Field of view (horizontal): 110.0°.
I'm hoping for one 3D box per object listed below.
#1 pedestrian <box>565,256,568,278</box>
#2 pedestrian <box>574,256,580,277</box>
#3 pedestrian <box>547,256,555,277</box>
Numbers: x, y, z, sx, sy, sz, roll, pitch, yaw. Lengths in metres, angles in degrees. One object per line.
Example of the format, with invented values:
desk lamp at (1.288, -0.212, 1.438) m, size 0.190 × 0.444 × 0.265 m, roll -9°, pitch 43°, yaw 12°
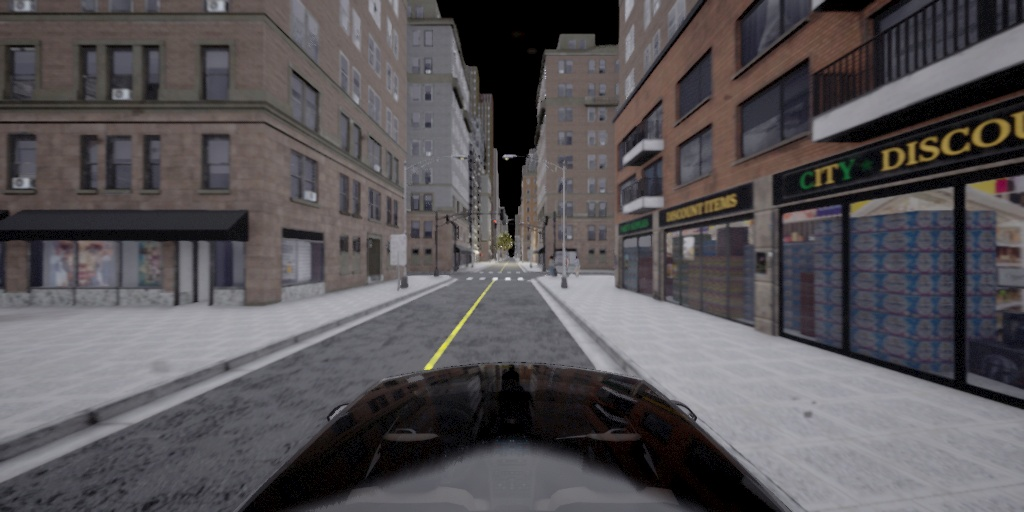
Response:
pedestrian at (4.638, 0.910, 30.523) m, size 0.375 × 1.860 × 0.375 m, roll 0°, pitch 0°, yaw 0°
pedestrian at (5.638, 0.901, 31.123) m, size 0.375 × 1.860 × 0.375 m, roll 0°, pitch 0°, yaw 0°
pedestrian at (3.538, 0.913, 31.723) m, size 0.375 × 1.860 × 0.375 m, roll 0°, pitch 0°, yaw 0°
